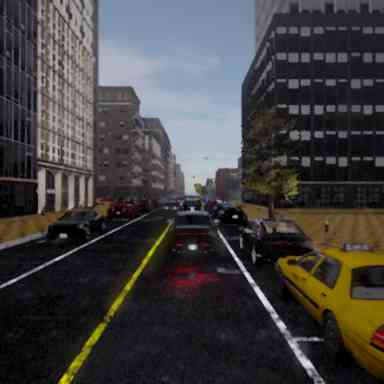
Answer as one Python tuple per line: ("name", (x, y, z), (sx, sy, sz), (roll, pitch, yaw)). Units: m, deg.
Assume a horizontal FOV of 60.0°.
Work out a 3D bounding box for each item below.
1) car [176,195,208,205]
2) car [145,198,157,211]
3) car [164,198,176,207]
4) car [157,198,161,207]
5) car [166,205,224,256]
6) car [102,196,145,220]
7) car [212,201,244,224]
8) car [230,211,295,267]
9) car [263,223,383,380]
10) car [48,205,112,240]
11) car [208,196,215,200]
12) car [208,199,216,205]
("car", (0.033, 1.346, 27.968), (2.097, 1.767, 4.553), (0, 0, 0))
("car", (-5.703, 1.542, 39.662), (1.887, 1.381, 4.507), (0, 0, 0))
("car", (-3.109, 1.550, 50.404), (2.033, 1.411, 5.357), (0, 0, 0))
("car", (-5.708, 1.569, 51.039), (1.947, 1.339, 4.313), (0, 0, 0))
("car", (0.041, 1.501, 13.057), (1.837, 1.490, 4.892), (0, 0, 0))
("car", (-5.697, 1.309, 28.283), (2.192, 1.841, 5.009), (0, 0, 0))
("car", (2.652, 1.560, 22.571), (1.947, 1.339, 4.313), (0, 0, 0))
("car", (2.658, 1.547, 11.194), (2.008, 1.369, 4.403), (0, 0, 0))
("car", (2.666, 1.523, 5.675), (1.752, 1.417, 4.829), (0, 0, 0))
("car", (-5.693, 1.560, 16.905), (1.947, 1.339, 4.313), (0, 0, 0))
("car", (2.642, 1.582, 45.328), (1.802, 1.307, 4.206), (0, 0, 0))
("car", (2.649, 1.561, 28.261), (1.947, 1.339, 4.313), (0, 0, 0))
